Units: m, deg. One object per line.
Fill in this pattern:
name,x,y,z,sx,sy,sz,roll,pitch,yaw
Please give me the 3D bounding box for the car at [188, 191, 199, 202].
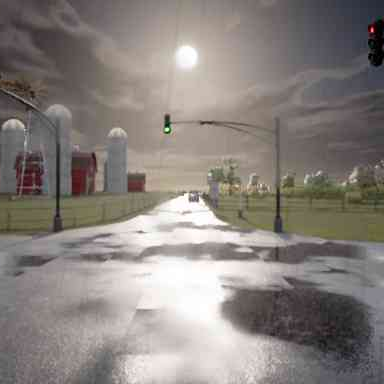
car,0.297,1.061,60.620,2.128,1.511,4.902,0,0,0
